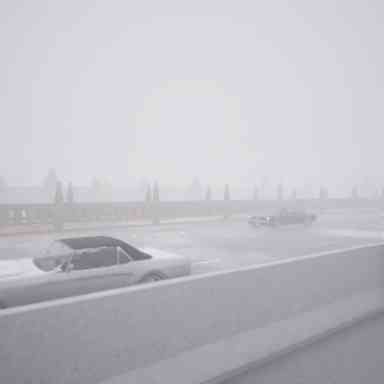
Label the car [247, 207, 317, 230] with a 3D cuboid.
[{"bbox_3d":[5.700,1.601,20.957,4.718,1.301,1.895,0,0,-35],"label":"car"}]

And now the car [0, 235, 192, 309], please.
[{"bbox_3d":[-2.409,1.601,6.574,4.718,1.301,1.895,0,0,-35],"label":"car"}]
